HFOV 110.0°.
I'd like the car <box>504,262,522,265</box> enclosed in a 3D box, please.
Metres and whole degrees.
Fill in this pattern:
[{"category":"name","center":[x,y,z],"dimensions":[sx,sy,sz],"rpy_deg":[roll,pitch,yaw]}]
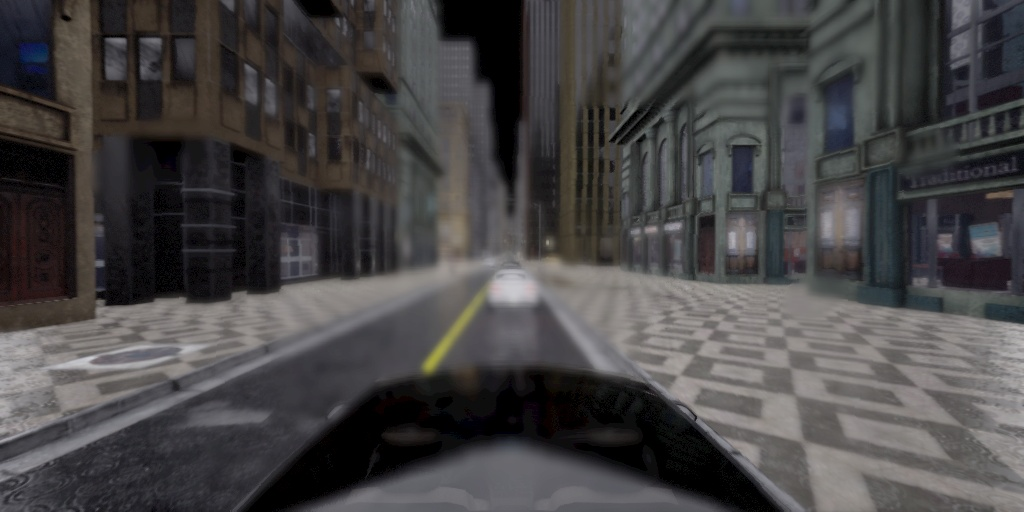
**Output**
[{"category":"car","center":[0.079,1.235,28.854],"dimensions":[1.837,1.490,4.892],"rpy_deg":[0,0,0]}]

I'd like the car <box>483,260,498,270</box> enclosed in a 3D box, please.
[{"category":"car","center":[-3.059,1.244,51.512],"dimensions":[1.812,1.442,4.674],"rpy_deg":[0,0,0]}]

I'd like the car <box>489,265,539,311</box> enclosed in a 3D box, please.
[{"category":"car","center":[0.079,1.264,14.343],"dimensions":[1.812,1.442,4.674],"rpy_deg":[0,0,0]}]
